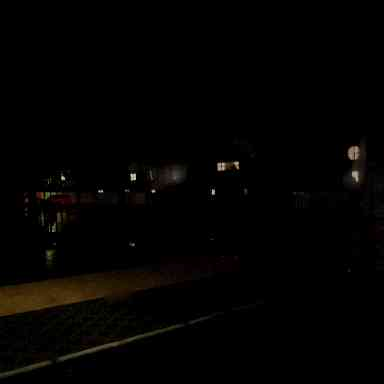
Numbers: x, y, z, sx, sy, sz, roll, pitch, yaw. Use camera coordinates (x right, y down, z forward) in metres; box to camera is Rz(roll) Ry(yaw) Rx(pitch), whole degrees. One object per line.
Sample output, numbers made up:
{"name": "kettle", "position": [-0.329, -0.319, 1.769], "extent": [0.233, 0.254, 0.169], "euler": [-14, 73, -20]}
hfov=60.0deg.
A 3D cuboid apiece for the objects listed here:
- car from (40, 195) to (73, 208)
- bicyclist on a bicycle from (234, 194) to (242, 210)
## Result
{"name": "car", "position": [-18.091, 1.138, 44.284], "extent": [4.553, 1.767, 2.097], "euler": [0, 3, 27]}
{"name": "bicyclist on a bicycle", "position": [4.619, 1.007, 33.429], "extent": [0.582, 1.620, 1.656], "euler": [0, 3, 38]}
